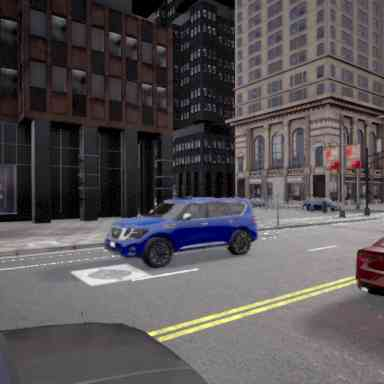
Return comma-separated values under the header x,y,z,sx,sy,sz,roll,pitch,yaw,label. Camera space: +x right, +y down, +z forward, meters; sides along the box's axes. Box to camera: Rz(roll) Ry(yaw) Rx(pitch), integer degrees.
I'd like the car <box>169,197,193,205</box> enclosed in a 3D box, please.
x,y,z,sx,sy,sz,roll,pitch,yaw,label
-2.132,1.601,62.125,2.033,1.411,5.357,0,0,-35,car

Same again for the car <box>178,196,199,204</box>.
x,y,z,sx,sy,sz,roll,pitch,yaw,label
-0.708,1.572,65.587,1.812,1.442,4.674,0,0,-35,car

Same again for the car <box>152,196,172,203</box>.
x,y,z,sx,sy,sz,roll,pitch,yaw,label
-6.704,1.587,73.898,2.128,1.511,4.902,0,0,-35,car

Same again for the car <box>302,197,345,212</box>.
x,y,z,sx,sy,sz,roll,pitch,yaw,label
14.939,1.369,37.881,2.097,1.767,4.553,0,0,-35,car

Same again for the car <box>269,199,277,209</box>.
x,y,z,sx,sy,sz,roll,pitch,yaw,label
9.665,1.518,45.348,2.128,1.511,4.902,0,0,-35,car

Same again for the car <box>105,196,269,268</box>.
x,y,z,sx,sy,sz,roll,pitch,yaw,label
-0.125,1.221,11.573,5.566,2.045,2.150,0,0,-35,car

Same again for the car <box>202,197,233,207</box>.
x,y,z,sx,sy,sz,roll,pitch,yaw,label
3.976,1.587,53.416,2.033,1.411,5.357,0,0,-35,car

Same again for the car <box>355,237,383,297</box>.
x,y,z,sx,sy,sz,roll,pitch,yaw,label
5.665,1.476,7.481,5.008,1.535,1.882,0,0,-36,car

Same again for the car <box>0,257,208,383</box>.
x,y,z,sx,sy,sz,roll,pitch,yaw,label
-2.352,1.548,1.767,5.357,1.411,2.033,0,0,-35,car
